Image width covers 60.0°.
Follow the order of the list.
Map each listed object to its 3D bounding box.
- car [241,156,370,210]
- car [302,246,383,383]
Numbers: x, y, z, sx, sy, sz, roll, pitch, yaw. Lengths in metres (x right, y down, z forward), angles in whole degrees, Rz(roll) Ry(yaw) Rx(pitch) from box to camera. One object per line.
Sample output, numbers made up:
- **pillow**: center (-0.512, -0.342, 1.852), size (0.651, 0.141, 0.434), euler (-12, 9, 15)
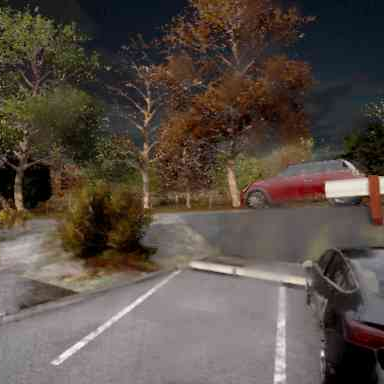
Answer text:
- **car**: center (4.120, -0.288, 12.592), size (4.553, 1.767, 2.097), euler (-5, -3, 35)
- **car**: center (2.784, 1.516, 4.910), size (2.163, 1.488, 4.792), euler (0, -1, 16)
